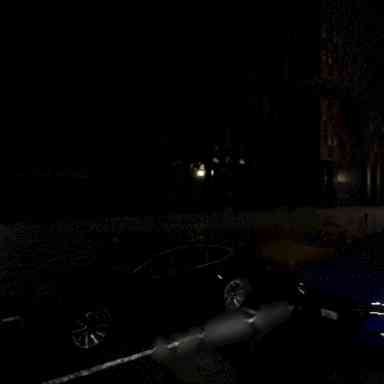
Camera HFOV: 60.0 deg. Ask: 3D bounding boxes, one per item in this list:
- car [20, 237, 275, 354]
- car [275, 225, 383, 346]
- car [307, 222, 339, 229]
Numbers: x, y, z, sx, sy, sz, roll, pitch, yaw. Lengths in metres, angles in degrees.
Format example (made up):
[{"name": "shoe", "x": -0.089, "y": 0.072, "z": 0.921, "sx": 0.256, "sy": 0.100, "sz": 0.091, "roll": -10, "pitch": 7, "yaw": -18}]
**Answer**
[{"name": "car", "x": -0.717, "y": 1.573, "z": 6.144, "sx": 4.313, "sy": 1.339, "sz": 1.947, "roll": 0, "pitch": 0, "yaw": -36}, {"name": "car", "x": 4.005, "y": 1.495, "z": 6.254, "sx": 5.008, "sy": 1.535, "sz": 1.882, "roll": 0, "pitch": 0, "yaw": -36}, {"name": "car", "x": 3.757, "y": 1.547, "z": 9.354, "sx": 4.829, "sy": 1.417, "sz": 1.752, "roll": 0, "pitch": 0, "yaw": -36}]
